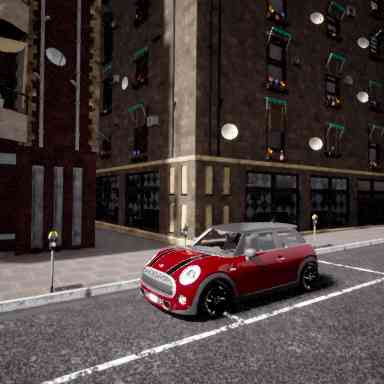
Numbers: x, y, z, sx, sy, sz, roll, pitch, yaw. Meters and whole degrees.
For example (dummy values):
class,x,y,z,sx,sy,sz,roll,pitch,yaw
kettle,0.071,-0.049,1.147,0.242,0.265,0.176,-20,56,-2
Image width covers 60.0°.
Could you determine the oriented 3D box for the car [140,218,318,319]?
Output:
class,x,y,z,sx,sy,sz,roll,pitch,yaw
car,0.907,1.442,7.335,4.097,1.590,1.967,0,1,-35
